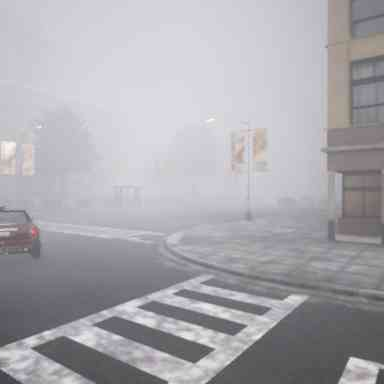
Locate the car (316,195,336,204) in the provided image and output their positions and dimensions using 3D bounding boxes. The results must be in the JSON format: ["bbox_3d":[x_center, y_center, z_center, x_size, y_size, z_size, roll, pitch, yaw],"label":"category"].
[{"bbox_3d":[24.537,1.512,60.113,1.994,1.385,4.181,0,0,37],"label":"car"}]

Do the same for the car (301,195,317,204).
[{"bbox_3d":[21.185,1.427,61.614,2.128,1.511,4.902,0,0,36],"label":"car"}]

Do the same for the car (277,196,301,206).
[{"bbox_3d":[15.215,1.427,53.156,2.128,1.511,4.902,0,0,36],"label":"car"}]

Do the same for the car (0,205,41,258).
[{"bbox_3d":[-6.791,1.306,12.168,2.097,1.767,4.553,0,0,-28],"label":"car"}]

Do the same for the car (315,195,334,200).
[{"bbox_3d":[35.073,1.515,88.187,4.718,1.301,1.895,0,0,-25],"label":"car"}]

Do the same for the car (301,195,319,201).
[{"bbox_3d":[30.218,1.433,85.143,4.674,1.452,2.002,0,0,-35],"label":"car"}]
